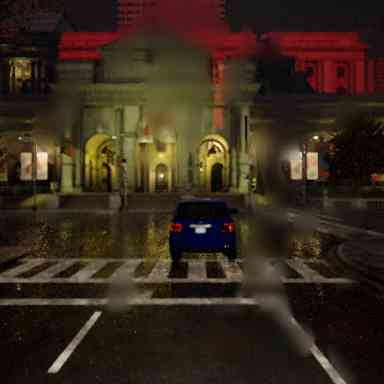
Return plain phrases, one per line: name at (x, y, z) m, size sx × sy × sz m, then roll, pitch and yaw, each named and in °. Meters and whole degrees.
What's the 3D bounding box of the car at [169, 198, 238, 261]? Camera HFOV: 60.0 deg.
car at (0.558, 1.240, 12.600) m, size 2.150 × 2.045 × 5.566 m, roll 0°, pitch 0°, yaw 6°
